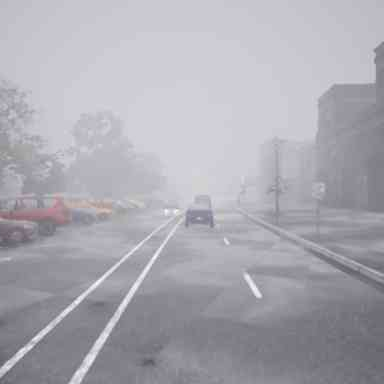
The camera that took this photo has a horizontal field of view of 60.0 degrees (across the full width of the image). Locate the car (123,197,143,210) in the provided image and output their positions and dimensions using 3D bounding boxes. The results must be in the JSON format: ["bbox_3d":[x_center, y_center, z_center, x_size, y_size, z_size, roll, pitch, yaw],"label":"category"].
[{"bbox_3d":[-8.400,1.638,38.333,4.674,1.452,2.002,-1,0,-17],"label":"car"}]

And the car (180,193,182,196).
[{"bbox_3d":[-5.474,1.606,76.815,5.008,1.535,2.097,-1,0,-15],"label":"car"}]

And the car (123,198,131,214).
[{"bbox_3d":[-8.698,1.613,32.438,4.674,1.452,2.002,-1,0,-18],"label":"car"}]

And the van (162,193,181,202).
[{"bbox_3d":[-5.063,1.358,82.672,4.442,1.987,1.878,-1,0,-15],"label":"van"}]

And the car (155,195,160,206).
[{"bbox_3d":[-7.677,1.670,50.197,4.674,1.452,2.002,-1,0,-16],"label":"car"}]

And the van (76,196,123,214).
[{"bbox_3d":[-8.723,1.333,29.511,4.442,1.987,1.878,-1,-1,-18],"label":"van"}]

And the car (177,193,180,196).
[{"bbox_3d":[-5.755,1.490,73.854,4.553,1.767,2.185,-1,0,-15],"label":"car"}]

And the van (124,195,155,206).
[{"bbox_3d":[-7.991,1.400,47.194,4.442,1.987,1.878,-1,0,-16],"label":"van"}]

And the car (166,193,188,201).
[{"bbox_3d":[-4.154,1.285,91.567,5.566,2.045,2.435,-1,0,-15],"label":"car"}]

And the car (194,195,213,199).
[{"bbox_3d":[1.412,1.339,42.369,2.150,2.045,5.566,0,0,3],"label":"car"}]

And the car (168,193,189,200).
[{"bbox_3d":[-3.946,1.270,94.488,5.566,2.045,2.435,-1,1,-15],"label":"car"}]

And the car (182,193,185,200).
[{"bbox_3d":[-5.241,1.344,79.750,5.566,2.045,2.435,-1,0,-15],"label":"car"}]

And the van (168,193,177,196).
[{"bbox_3d":[-6.094,1.399,70.873,4.442,1.987,1.878,-1,0,-15],"label":"van"}]

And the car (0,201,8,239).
[{"bbox_3d":[-9.329,1.378,11.661,4.553,1.767,2.185,-1,0,-19],"label":"car"}]

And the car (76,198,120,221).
[{"bbox_3d":[-8.772,1.543,26.562,5.366,1.575,1.946,-1,-1,-18],"label":"car"}]

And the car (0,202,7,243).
[{"bbox_3d":[-4.225,1.223,2.773,2.150,2.045,5.566,0,0,0],"label":"car"}]

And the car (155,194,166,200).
[{"bbox_3d":[-7.210,1.511,56.129,4.553,1.767,2.185,-1,0,-16],"label":"car"}]

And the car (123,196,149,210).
[{"bbox_3d":[-8.423,1.607,41.246,5.366,1.575,1.946,-1,0,-17],"label":"car"}]

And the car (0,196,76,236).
[{"bbox_3d":[-9.261,1.268,17.584,5.566,2.045,2.435,-1,0,-19],"label":"car"}]

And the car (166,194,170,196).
[{"bbox_3d":[-7.009,1.639,59.086,4.892,1.521,2.231,-1,0,-15],"label":"car"}]

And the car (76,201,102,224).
[{"bbox_3d":[-9.055,1.578,23.535,4.674,1.452,2.002,-1,-1,-18],"label":"car"}]

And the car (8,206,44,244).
[{"bbox_3d":[-9.304,1.551,14.628,4.674,1.452,2.002,-1,0,-19],"label":"car"}]

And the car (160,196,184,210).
[{"bbox_3d":[-2.714,1.693,45.771,1.994,1.385,4.181,0,0,4],"label":"car"}]

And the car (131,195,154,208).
[{"bbox_3d":[-8.061,1.617,44.264,5.008,1.535,2.097,-1,0,-17],"label":"car"}]

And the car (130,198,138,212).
[{"bbox_3d":[-8.537,1.625,35.389,4.674,1.452,2.002,0,-1,-17],"label":"car"}]

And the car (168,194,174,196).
[{"bbox_3d":[-6.577,1.631,62.097,5.366,1.575,1.946,-1,0,-15],"label":"car"}]

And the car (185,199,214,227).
[{"bbox_3d":[0.538,1.525,23.497,1.882,1.535,5.008,0,0,2],"label":"car"}]

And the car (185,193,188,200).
[{"bbox_3d":[-4.264,1.547,88.669,5.366,1.575,1.946,-1,0,-15],"label":"car"}]
